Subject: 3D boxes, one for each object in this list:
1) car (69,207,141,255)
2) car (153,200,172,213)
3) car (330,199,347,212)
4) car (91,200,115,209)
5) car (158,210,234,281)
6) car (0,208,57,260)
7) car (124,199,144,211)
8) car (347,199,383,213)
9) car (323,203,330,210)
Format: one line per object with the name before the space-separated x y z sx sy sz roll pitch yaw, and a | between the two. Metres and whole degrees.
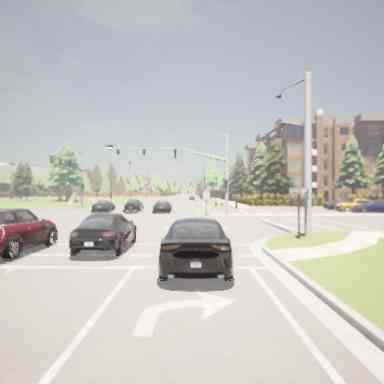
car | -3.397 1.556 13.279 1.812 1.442 4.674 0 0 0
car | -3.402 1.654 38.784 1.994 1.385 4.181 0 0 0
car | 19.702 1.569 39.655 5.008 1.535 1.882 0 0 0
car | -10.401 1.656 39.287 1.994 1.385 4.181 0 0 0
car | 0.136 1.501 10.018 1.882 1.535 5.008 0 0 1
car | -6.900 1.381 12.633 2.097 1.767 4.553 0 0 0
car | -6.902 1.618 39.645 1.812 1.442 4.674 0 0 0
car | 19.874 1.609 36.151 4.674 1.442 1.812 0 0 0
car | 19.929 1.647 43.151 5.357 1.411 2.033 0 0 0
